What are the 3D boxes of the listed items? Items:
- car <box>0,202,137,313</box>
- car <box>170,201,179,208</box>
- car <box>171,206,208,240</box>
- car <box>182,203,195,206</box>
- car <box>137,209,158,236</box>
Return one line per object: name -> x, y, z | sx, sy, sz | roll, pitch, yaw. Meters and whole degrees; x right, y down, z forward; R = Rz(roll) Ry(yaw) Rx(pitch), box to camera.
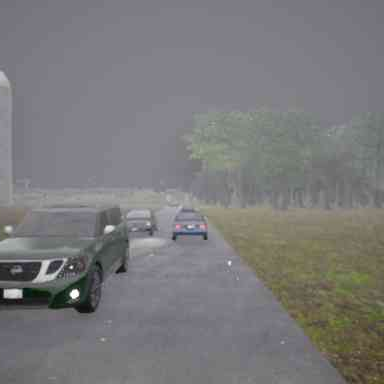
car -> -2.936, 1.310, 8.152 | 2.150, 2.045, 5.566 | 0, 0, -1
car -> -3.670, 2.683, 69.883 | 2.033, 1.411, 5.357 | 0, -1, -1
car -> -0.126, 1.745, 18.371 | 2.033, 1.411, 5.357 | 0, -1, -1
car -> -0.518, 2.259, 47.601 | 1.994, 1.385, 4.181 | 0, -1, -1
car -> -3.099, 1.763, 20.148 | 1.812, 1.442, 4.674 | 0, -1, -1
